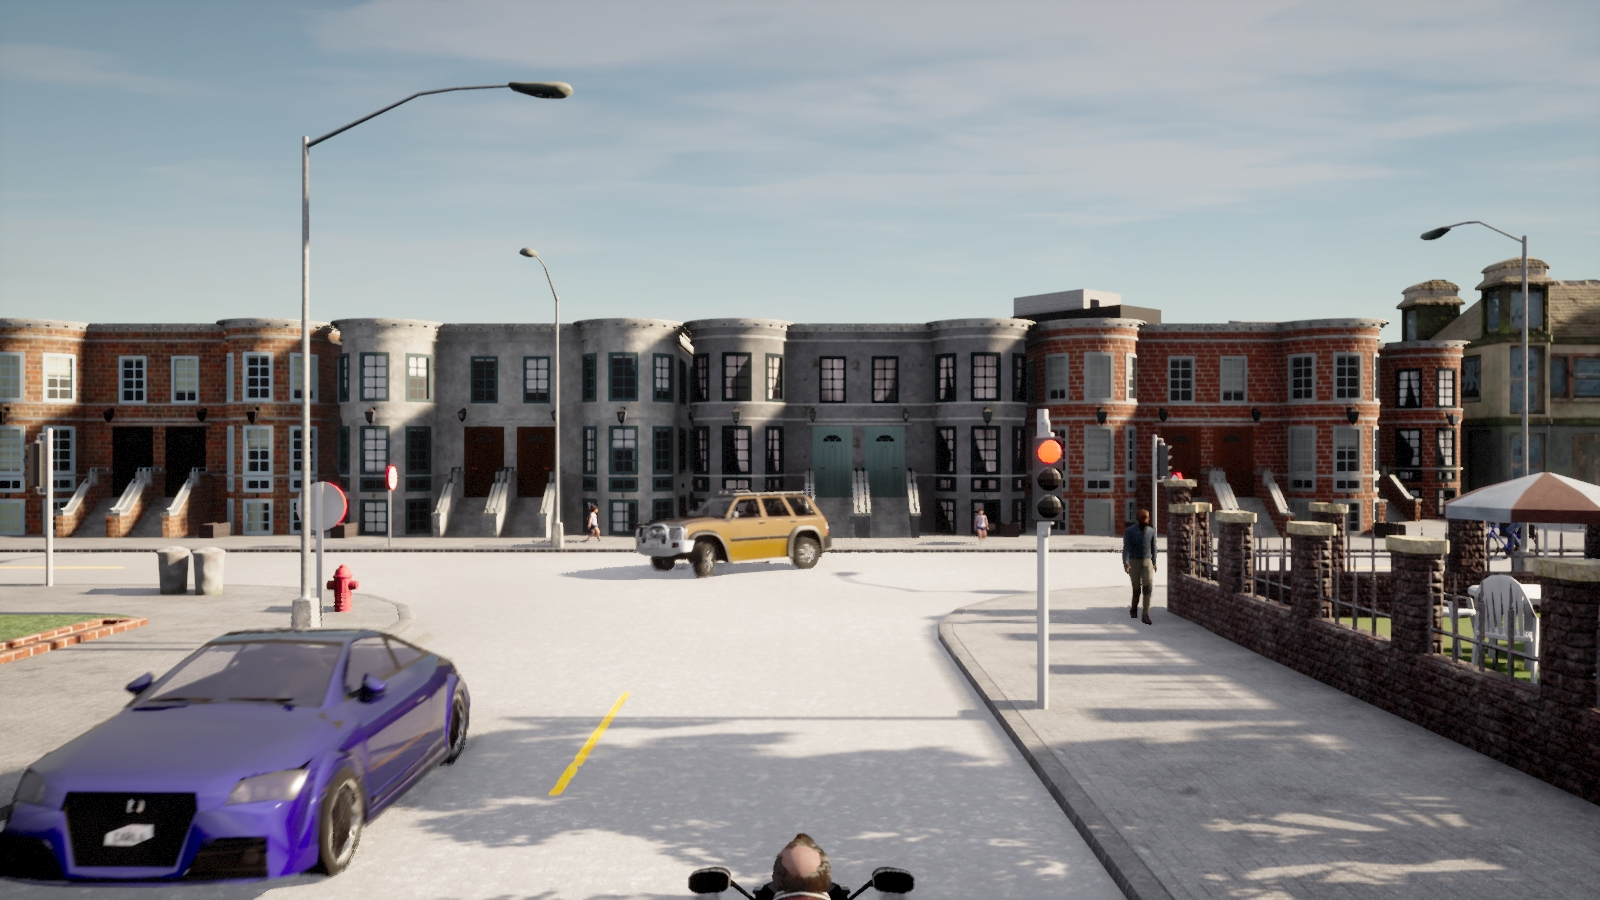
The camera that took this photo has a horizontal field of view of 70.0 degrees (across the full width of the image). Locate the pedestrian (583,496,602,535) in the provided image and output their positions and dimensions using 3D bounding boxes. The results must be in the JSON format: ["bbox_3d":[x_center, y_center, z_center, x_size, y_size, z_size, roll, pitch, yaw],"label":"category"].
[{"bbox_3d":[-5.990,1.891,32.996,0.500,1.100,0.500,0,0,-7],"label":"pedestrian"}]

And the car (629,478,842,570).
[{"bbox_3d":[-1.418,1.633,26.334,4.605,1.855,1.932,0,-2,-40],"label":"car"}]

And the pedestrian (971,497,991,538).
[{"bbox_3d":[5.086,1.892,32.130,0.500,1.100,0.500,0,0,2],"label":"pedestrian"}]

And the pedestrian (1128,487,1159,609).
[{"bbox_3d":[5.334,1.508,17.767,0.375,1.860,0.375,0,0,2],"label":"pedestrian"}]

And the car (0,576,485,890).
[{"bbox_3d":[-4.001,1.895,8.811,1.994,1.385,4.181,0,0,0],"label":"car"}]
